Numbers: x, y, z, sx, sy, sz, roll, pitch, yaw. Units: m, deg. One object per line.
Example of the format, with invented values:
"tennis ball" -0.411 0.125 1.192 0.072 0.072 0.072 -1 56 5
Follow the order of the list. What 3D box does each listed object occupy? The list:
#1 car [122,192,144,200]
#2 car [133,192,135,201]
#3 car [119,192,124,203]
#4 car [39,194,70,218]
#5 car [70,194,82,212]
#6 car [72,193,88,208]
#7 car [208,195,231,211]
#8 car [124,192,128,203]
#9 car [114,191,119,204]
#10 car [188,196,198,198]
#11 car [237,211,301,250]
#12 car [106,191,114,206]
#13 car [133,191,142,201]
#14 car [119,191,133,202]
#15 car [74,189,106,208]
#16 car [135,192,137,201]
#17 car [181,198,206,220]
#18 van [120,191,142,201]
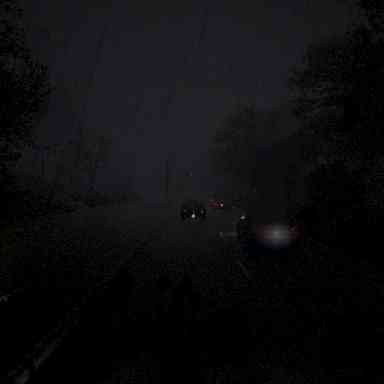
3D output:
"car" -13.630 0.973 76.904 4.553 1.767 2.185 -1 0 -19
"car" -13.961 1.128 61.790 5.366 1.575 1.946 -1 0 -20
"car" -13.805 1.151 52.852 4.892 1.521 2.231 -1 0 -20
"car" -13.792 1.042 28.859 5.566 2.045 2.435 -1 0 -20
"car" -13.637 1.260 31.913 5.366 1.575 1.946 -1 0 -20
"car" -13.982 1.243 34.779 5.366 1.575 1.946 -1 1 -20
"car" 3.102 1.304 36.458 1.994 1.385 4.181 0 0 0
"car" -13.820 1.171 55.837 4.792 1.488 2.163 -1 0 -20
"car" -13.833 1.034 49.842 4.553 1.767 2.185 -1 0 -20
"car" 0.102 1.224 42.942 1.812 1.442 4.674 0 0 0
"car" 3.101 1.505 14.158 1.994 1.385 4.181 0 0 0
"car" -13.772 1.044 46.856 4.553 1.767 2.185 -1 1 -20
"car" -13.792 0.865 67.853 5.566 2.045 2.435 -1 0 -20
"car" -13.821 0.883 58.840 5.566 2.045 2.435 -1 0 -20
"car" -13.833 0.950 40.829 5.566 2.045 2.435 -1 1 -20
"car" -13.772 1.162 64.858 4.674 1.452 2.002 -1 0 -20
"car" 0.101 1.426 26.375 1.895 1.301 4.718 0 1 0
"van" -13.605 0.877 73.926 4.442 1.987 1.878 -1 0 -19
